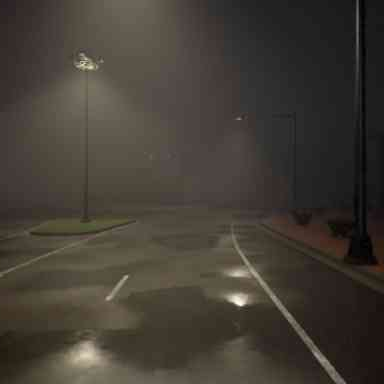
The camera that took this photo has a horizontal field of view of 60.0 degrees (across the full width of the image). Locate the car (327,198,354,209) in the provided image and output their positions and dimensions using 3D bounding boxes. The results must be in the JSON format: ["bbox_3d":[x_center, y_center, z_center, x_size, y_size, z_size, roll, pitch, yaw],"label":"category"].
[{"bbox_3d":[20.633,1.602,45.729,4.902,1.511,2.128,0,0,-35],"label":"car"}]
